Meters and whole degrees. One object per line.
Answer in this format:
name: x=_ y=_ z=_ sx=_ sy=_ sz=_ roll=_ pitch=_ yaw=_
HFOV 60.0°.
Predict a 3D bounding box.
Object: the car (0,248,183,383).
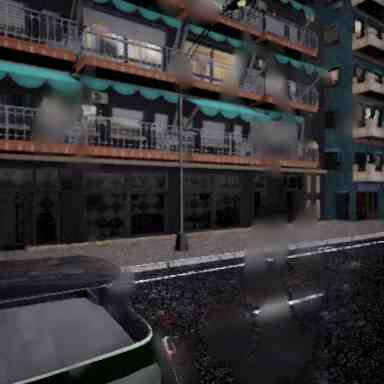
car: x=-2.278 y=1.363 z=2.037 sx=4.553 sy=1.767 sz=2.097 roll=0 pitch=0 yaw=-34
